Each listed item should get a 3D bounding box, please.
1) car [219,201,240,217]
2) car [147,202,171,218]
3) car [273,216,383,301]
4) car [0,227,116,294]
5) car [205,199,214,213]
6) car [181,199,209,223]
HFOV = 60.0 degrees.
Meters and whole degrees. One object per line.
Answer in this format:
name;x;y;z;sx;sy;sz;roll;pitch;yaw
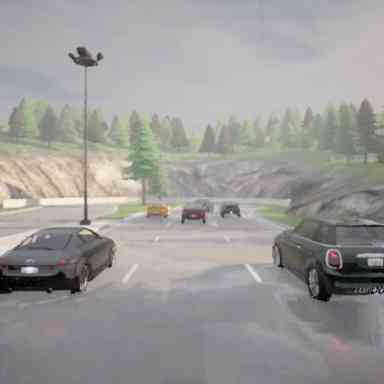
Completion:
car;3.874;1.725;34.126;1.837;1.490;4.892;0;0;3
car;-3.184;1.689;32.850;1.882;1.535;5.008;0;0;2
car;3.602;1.409;8.646;2.097;1.767;4.553;0;0;0
car;-3.400;1.623;8.988;1.994;1.385;4.181;0;0;0
car;1.470;1.618;41.135;2.097;1.767;4.553;0;0;12
car;0.144;1.655;27.489;1.882;1.535;5.008;0;0;1
